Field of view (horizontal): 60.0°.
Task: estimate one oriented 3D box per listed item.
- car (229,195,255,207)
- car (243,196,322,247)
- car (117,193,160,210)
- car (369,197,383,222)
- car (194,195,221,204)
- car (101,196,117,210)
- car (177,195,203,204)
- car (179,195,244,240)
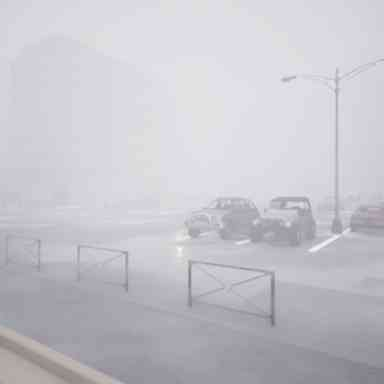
[{"bbox_3d":[7.597,1.313,50.071,2.097,1.767,4.553,0,0,34],"label":"car"},{"bbox_3d":[4.008,1.150,14.260,1.905,1.878,3.866,0,0,34],"label":"car"},{"bbox_3d":[-6.327,1.186,42.030,2.150,2.045,5.566,0,0,34],"label":"car"},{"bbox_3d":[16.019,1.392,27.227,1.970,1.475,3.806,0,0,34],"label":"car"},{"bbox_3d":[2.630,1.158,55.238,2.033,1.411,5.357,0,0,34],"label":"car"},{"bbox_3d":[-9.611,1.314,43.412,2.097,1.767,4.553,0,0,34],"label":"car"},{"bbox_3d":[-0.279,1.291,57.186,2.128,1.511,4.902,0,0,34],"label":"car"},{"bbox_3d":[1.639,1.144,15.923,1.932,1.855,4.605,0,0,34],"label":"car"}]
